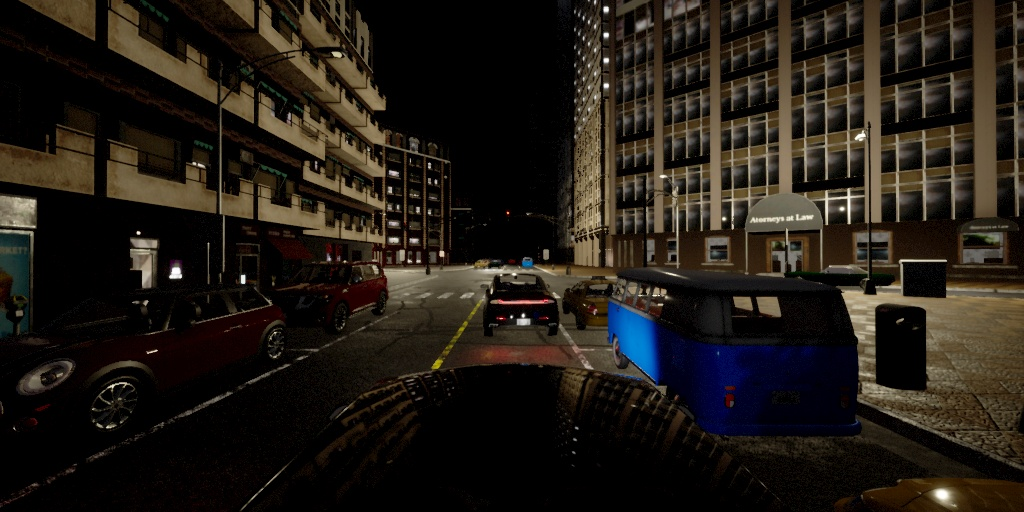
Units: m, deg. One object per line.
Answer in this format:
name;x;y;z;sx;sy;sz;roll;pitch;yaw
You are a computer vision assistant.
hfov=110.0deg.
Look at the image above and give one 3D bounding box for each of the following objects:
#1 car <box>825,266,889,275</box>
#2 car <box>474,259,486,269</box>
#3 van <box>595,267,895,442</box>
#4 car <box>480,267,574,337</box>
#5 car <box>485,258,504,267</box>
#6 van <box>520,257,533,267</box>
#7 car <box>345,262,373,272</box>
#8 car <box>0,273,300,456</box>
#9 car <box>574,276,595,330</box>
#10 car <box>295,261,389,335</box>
car;18.313;1.194;20.455;4.718;1.301;1.895;-1;-1;41
car;-5.301;1.352;59.567;1.751;1.417;4.829;0;0;0
van;2.567;1.092;5.205;1.690;1.789;3.998;0;0;0
car;0.135;1.245;10.347;2.128;1.511;4.902;0;0;-3
car;-2.804;1.426;58.826;1.895;1.301;4.718;0;0;2
van;2.579;1.168;59.735;1.690;1.789;3.998;0;0;0
car;-21.763;1.536;50.993;4.181;1.385;1.994;-1;-1;41
car;-5.314;1.191;5.202;1.967;1.591;4.097;0;0;0
car;2.568;1.279;10.912;1.751;1.417;4.829;0;0;0
car;-5.312;1.068;10.737;2.192;1.841;5.009;0;0;0
